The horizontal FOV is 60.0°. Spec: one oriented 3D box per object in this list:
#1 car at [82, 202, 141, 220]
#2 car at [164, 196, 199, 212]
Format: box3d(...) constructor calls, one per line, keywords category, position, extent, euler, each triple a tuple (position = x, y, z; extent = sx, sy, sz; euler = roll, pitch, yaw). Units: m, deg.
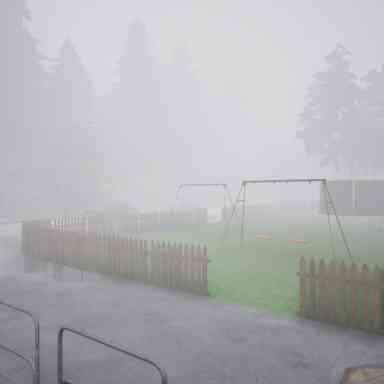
box3d(category="car", position=(-6.886, 1.555, 29.058), extent=(2.033, 1.411, 5.357), euler=(0, 0, 35))
box3d(category="car", position=(-1.115, 1.359, 37.155), extent=(2.097, 1.767, 4.553), euler=(0, 0, 36))
